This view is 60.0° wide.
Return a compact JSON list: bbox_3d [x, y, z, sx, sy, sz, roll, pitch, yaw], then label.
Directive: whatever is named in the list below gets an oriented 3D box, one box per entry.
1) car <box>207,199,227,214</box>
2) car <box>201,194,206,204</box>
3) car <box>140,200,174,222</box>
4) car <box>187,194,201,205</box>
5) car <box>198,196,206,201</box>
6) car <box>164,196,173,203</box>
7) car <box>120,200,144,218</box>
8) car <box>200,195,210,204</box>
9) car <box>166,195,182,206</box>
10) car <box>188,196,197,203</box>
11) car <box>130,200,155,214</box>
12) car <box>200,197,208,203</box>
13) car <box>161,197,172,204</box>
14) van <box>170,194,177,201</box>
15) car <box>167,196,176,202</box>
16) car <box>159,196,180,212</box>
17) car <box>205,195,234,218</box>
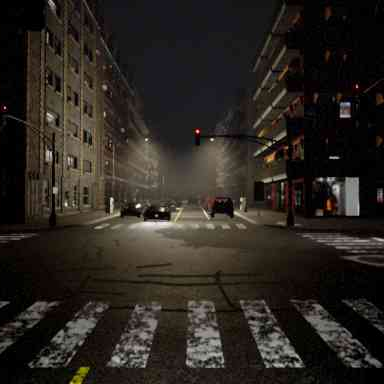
[{"bbox_3d":[2.634,1.534,35.873,1.752,1.417,4.829,1,0,0],"label":"car"},{"bbox_3d":[2.644,1.329,41.269,2.192,1.841,5.009,1,0,0],"label":"car"},{"bbox_3d":[-2.700,1.569,26.417,1.994,1.385,4.181,0,0,-2],"label":"car"},{"bbox_3d":[0.192,1.540,59.889,1.882,1.535,5.008,0,0,0],"label":"car"},{"bbox_3d":[2.709,1.798,91.318,1.947,1.339,4.313,1,0,0],"label":"car"},{"bbox_3d":[-5.194,1.659,74.434,1.752,1.417,4.829,1,0,0],"label":"car"},{"bbox_3d":[-5.255,1.572,30.109,1.947,1.339,4.313,1,0,0],"label":"car"},{"bbox_3d":[2.679,1.545,69.066,1.967,1.590,4.097,1,0,0],"label":"car"},{"bbox_3d":[-2.707,1.593,49.179,1.994,1.385,4.181,0,0,1],"label":"car"},{"bbox_3d":[0.173,1.589,70.328,1.882,1.535,5.008,0,0,0],"label":"car"},{"bbox_3d":[-5.247,1.575,35.671,1.947,1.339,4.313,1,0,0],"label":"car"},{"bbox_3d":[2.685,1.716,74.626,1.802,1.307,4.206,1,0,0],"label":"car"},{"bbox_3d":[-5.203,1.656,69.042,2.008,1.369,4.403,1,0,0],"label":"car"},{"bbox_3d":[-5.168,1.573,91.298,1.690,1.788,3.998,1,0,0],"label":"van"},{"bbox_3d":[-5.179,1.750,85.733,2.008,1.369,4.403,1,0,0],"label":"car"},{"bbox_3d":[-2.776,1.518,38.801,1.837,1.490,4.892,0,0,0],"label":"car"},{"bbox_3d":[2.629,1.321,30.144,2.192,1.841,5.009,1,0,0],"label":"car"}]
